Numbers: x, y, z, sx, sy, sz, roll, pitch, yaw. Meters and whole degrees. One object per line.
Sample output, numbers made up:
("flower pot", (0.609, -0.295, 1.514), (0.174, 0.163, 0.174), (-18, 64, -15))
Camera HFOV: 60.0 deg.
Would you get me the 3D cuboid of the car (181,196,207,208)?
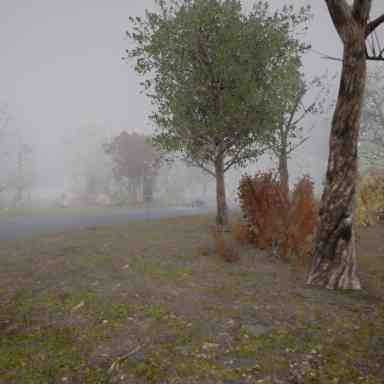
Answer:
("car", (0.356, 1.278, 44.834), (1.837, 1.490, 4.892), (0, 0, 31))
